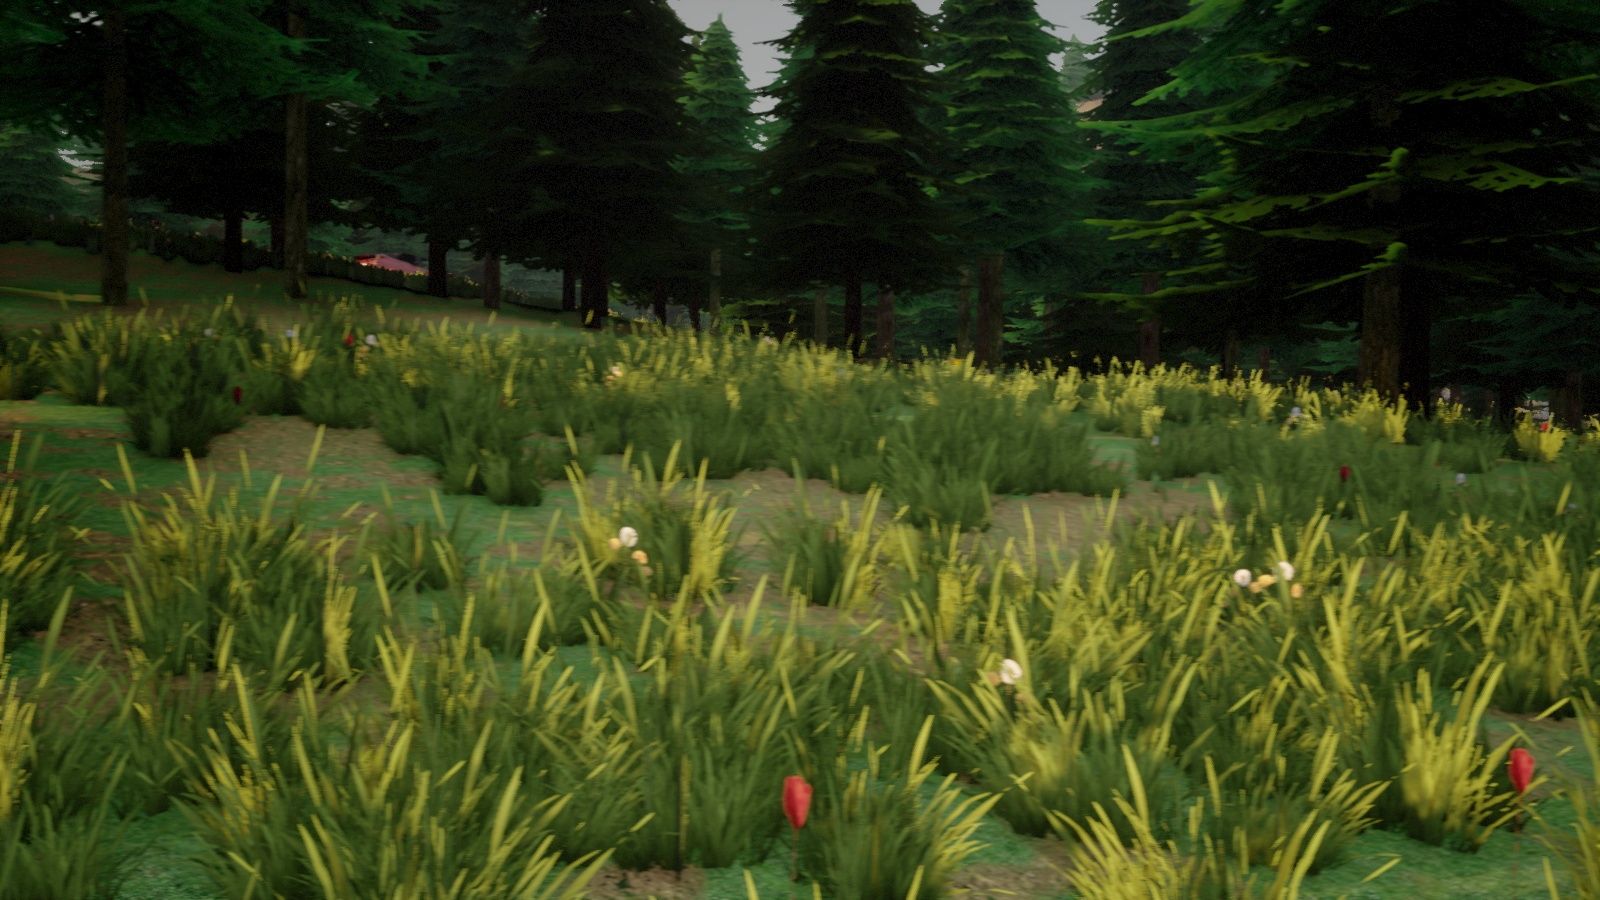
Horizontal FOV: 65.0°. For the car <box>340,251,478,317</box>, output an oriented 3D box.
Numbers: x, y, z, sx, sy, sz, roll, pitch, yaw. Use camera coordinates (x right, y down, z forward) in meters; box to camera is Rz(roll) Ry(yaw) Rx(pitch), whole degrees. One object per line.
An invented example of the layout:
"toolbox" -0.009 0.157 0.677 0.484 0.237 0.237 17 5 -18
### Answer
"car" -14.371 -6.060 46.348 2.007 1.525 4.514 0 -3 35
